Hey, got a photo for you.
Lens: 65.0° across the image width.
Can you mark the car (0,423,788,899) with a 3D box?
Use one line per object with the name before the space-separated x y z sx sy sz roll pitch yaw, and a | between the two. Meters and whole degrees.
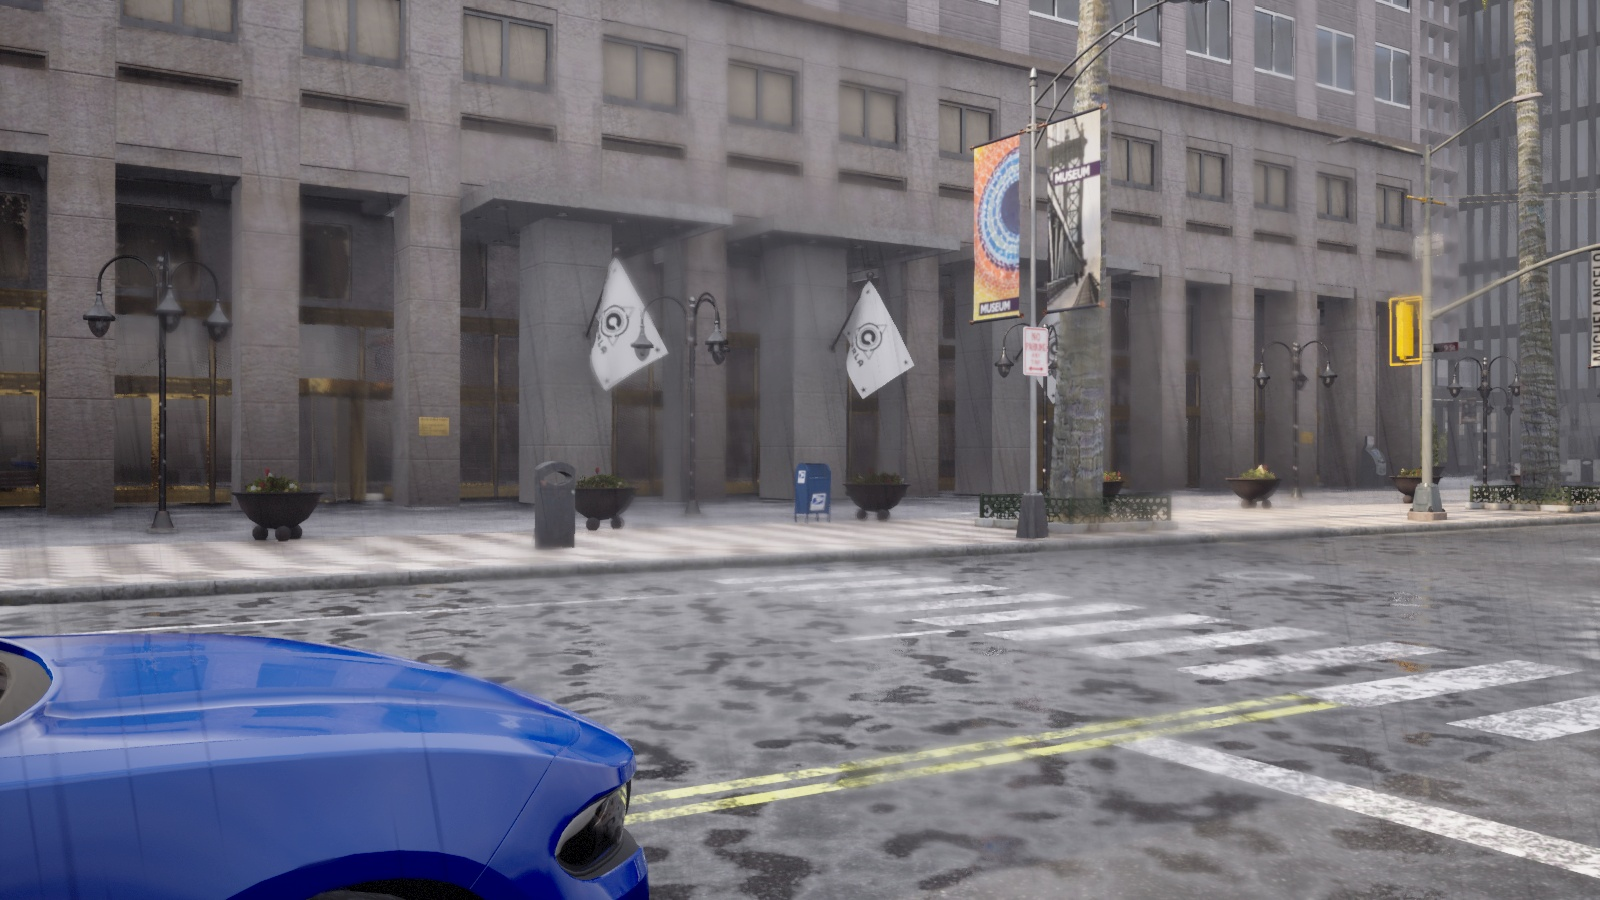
car | -2.602 0.733 1.896 5.008 1.535 1.882 0 0 -36
